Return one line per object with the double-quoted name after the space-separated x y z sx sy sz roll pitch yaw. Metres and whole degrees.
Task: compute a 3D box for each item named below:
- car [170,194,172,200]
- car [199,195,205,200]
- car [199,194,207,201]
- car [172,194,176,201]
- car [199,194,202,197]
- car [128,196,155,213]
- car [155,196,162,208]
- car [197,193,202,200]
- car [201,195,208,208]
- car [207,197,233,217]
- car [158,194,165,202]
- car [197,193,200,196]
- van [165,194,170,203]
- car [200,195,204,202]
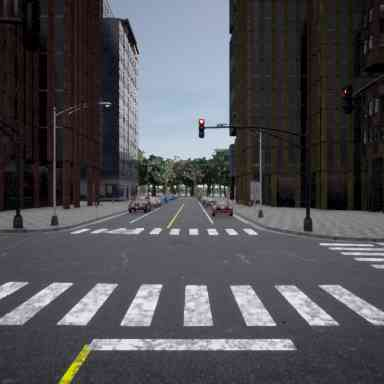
-5.782 1.571 69.844 2.008 1.369 4.403 0 0 0 "car"
2.738 1.561 91.766 1.752 1.417 4.829 0 0 0 "car"
2.747 1.559 58.971 1.887 1.381 4.507 0 0 0 "car"
-5.786 1.597 86.156 1.947 1.339 4.313 0 0 0 "car"
2.745 1.542 64.578 1.752 1.417 4.829 0 0 0 "car"
-5.773 1.321 37.218 2.192 1.841 5.009 0 0 0 "car"
-5.776 1.591 48.093 1.802 1.307 4.206 0 0 0 "car"
2.742 1.549 75.453 1.752 1.417 4.829 0 0 0 "car"
2.750 1.560 48.095 2.008 1.369 4.403 0 0 0 "car"
2.754 1.444 31.783 1.967 1.590 4.097 0 0 0 "car"
-5.777 1.537 53.361 1.752 1.417 4.829 0 0 0 "car"
2.740 1.342 80.721 2.192 1.841 5.009 0 0 0 "car"
-5.780 1.358 64.406 1.690 1.788 3.998 0 0 0 "van"
2.748 1.556 53.533 1.887 1.381 4.507 0 0 0 "car"
